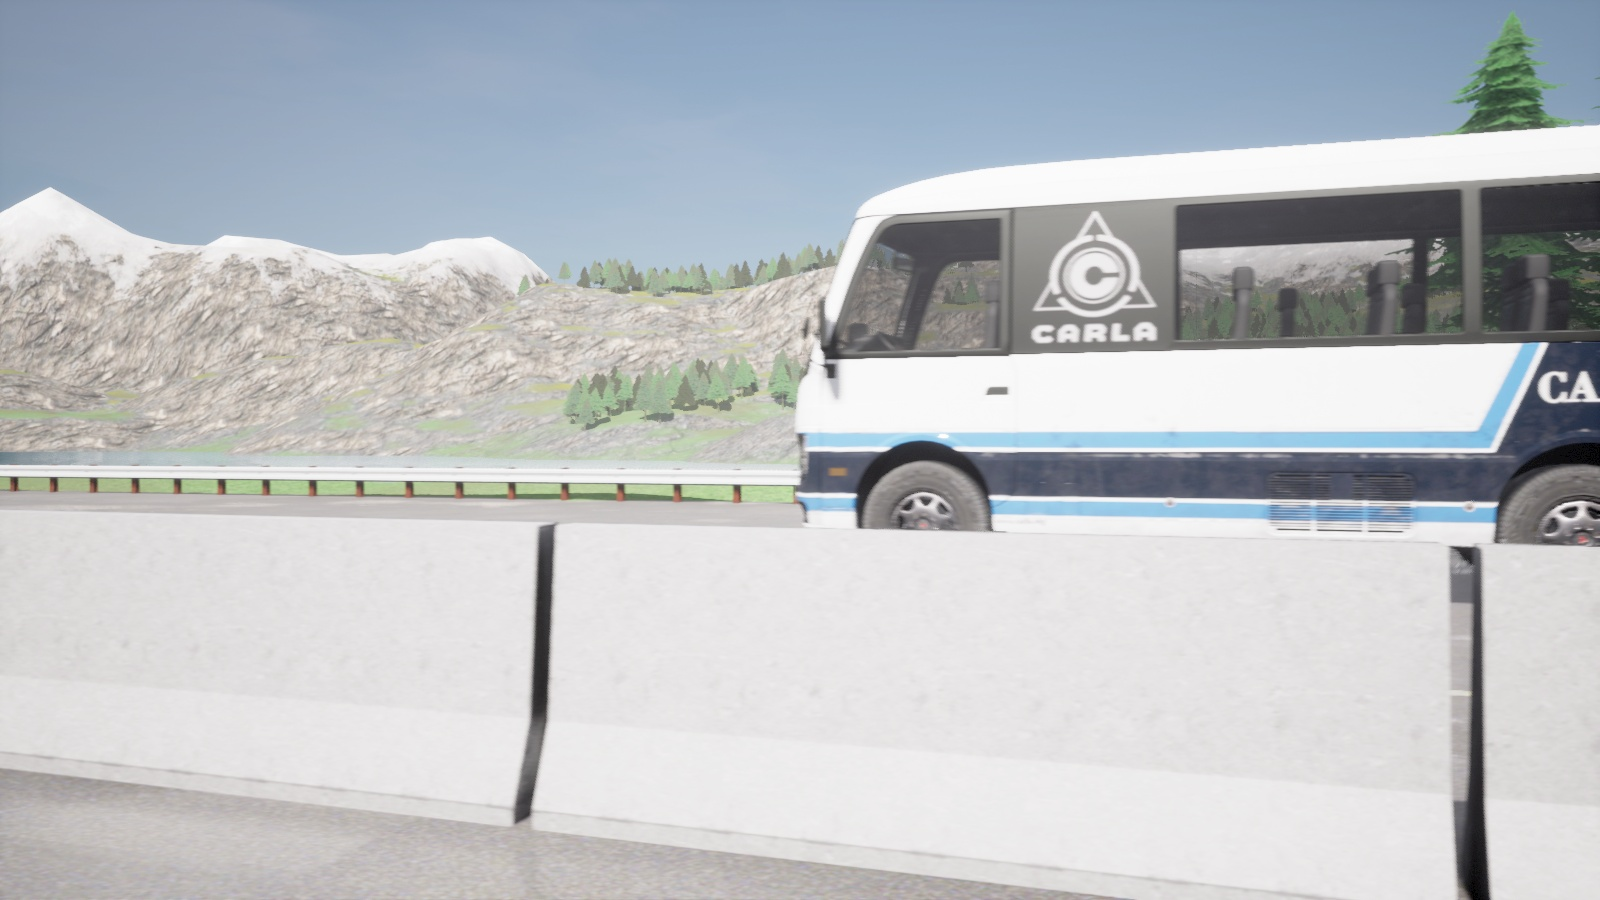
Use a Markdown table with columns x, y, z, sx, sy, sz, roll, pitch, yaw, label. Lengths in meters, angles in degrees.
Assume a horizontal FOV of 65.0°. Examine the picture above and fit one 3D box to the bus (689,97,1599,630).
| x | y | z | sx | sy | sz | roll | pitch | yaw | label |
| --- | --- | --- | --- | --- | --- | --- | --- | --- | --- |
| 4.396 | -0.738 | 12.772 | 10.273 | 4.253 | 3.944 | 1 | 1 | 19 | bus |
